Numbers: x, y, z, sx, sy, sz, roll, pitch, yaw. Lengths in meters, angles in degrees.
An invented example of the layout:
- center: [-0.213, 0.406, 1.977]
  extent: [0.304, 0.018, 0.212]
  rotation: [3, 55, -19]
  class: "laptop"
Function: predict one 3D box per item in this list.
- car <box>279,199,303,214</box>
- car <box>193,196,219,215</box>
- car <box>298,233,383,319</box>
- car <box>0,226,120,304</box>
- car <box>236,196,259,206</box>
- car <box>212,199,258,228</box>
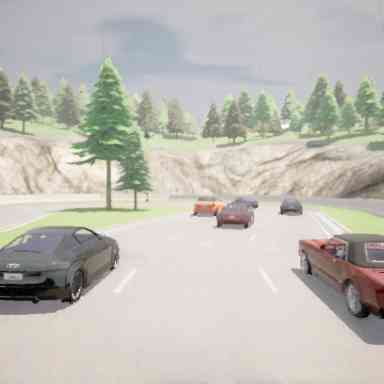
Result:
- center: [9.389, 1.318, 31.665]
  extent: [1.994, 1.385, 4.181]
  rotation: [0, 0, 14]
  class: "car"
- center: [1.631, 1.121, 29.882]
  extent: [2.097, 1.767, 4.553]
  rotation: [0, 1, 15]
  class: "car"
- center: [3.775, 1.544, 7.146]
  extent: [1.895, 1.301, 4.718]
  rotation: [0, 0, 2]
  class: "car"
- center: [-3.158, 1.500, 8.081]
  extent: [1.994, 1.385, 4.181]
  rotation: [0, 0, 3]
  class: "car"
- center: [6.189, 1.238, 39.920]
  extent: [2.033, 1.411, 5.357]
  rotation: [0, 0, -12]
  class: "car"
- center: [2.838, 1.399, 21.167]
  extent: [1.994, 1.385, 4.181]
  rotation: [0, 0, 16]
  class: "car"
